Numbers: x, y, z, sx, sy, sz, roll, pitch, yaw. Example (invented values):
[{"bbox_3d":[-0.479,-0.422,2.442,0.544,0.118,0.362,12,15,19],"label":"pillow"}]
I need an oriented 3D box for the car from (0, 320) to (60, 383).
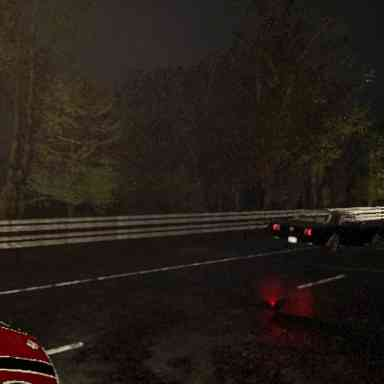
[{"bbox_3d":[-3.006,1.333,1.622,4.553,1.767,2.097,1,0,-36],"label":"car"}]

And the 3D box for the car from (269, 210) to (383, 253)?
[{"bbox_3d":[5.000,1.346,11.877,4.718,1.301,1.895,4,0,-36],"label":"car"}]
